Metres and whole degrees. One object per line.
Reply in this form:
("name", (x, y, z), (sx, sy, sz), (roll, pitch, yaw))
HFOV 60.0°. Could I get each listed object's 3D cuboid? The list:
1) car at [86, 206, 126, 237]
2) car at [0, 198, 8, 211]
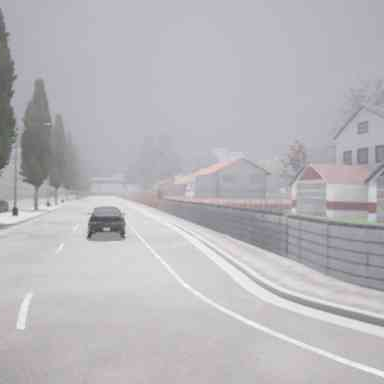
("car", (-4.740, 1.550, 18.353), (1.837, 1.490, 4.892), (1, 0, -15))
("car", (-21.543, 1.407, 36.303), (2.128, 1.511, 4.902), (1, 0, -15))
